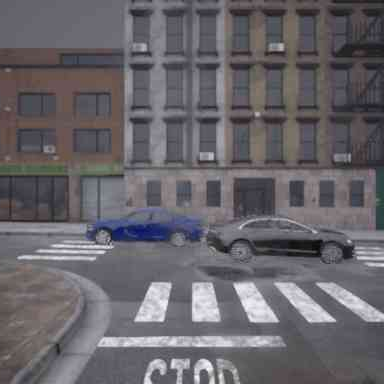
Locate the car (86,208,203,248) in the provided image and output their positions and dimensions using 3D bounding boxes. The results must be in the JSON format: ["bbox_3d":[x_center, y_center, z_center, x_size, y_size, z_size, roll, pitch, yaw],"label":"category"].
[{"bbox_3d":[-1.954,1.455,14.315,5.008,1.535,1.882,1,0,0],"label":"car"}]

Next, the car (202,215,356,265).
[{"bbox_3d":[2.943,1.548,11.351,4.902,1.511,2.128,1,-1,0],"label":"car"}]
